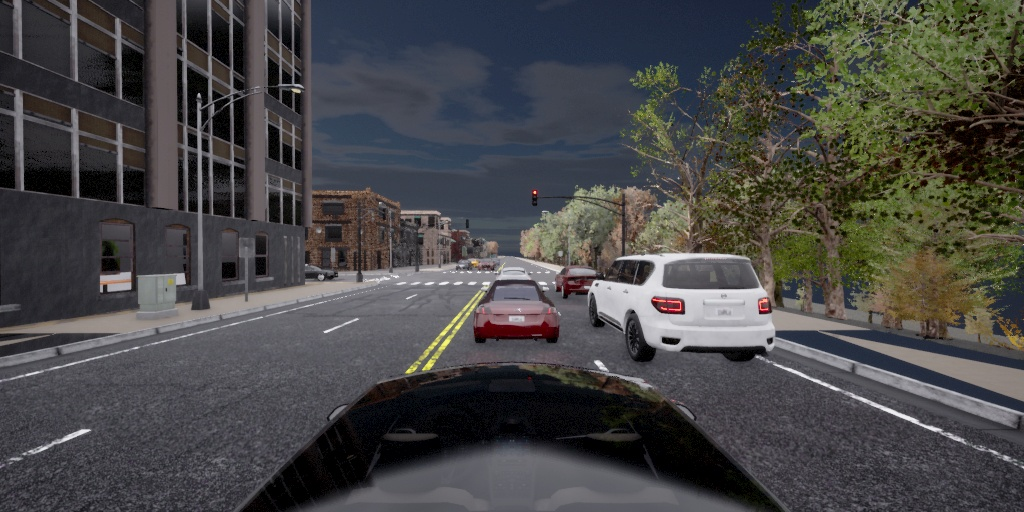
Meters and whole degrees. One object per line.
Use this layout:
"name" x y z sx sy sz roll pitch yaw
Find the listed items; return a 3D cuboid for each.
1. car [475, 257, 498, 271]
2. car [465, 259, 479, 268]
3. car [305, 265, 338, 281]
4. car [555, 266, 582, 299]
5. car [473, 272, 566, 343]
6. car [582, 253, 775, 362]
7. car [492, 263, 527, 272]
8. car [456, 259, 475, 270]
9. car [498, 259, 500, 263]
"car" -3.471 1.094 49.424 2.097 1.767 4.553 0 0 0
"car" -6.765 1.220 60.860 1.882 1.535 5.008 0 0 0
"car" -18.563 1.529 32.875 4.892 1.490 1.837 -1 1 -2
"car" 3.316 1.224 18.193 1.882 1.535 5.008 0 0 1
"car" 0.084 1.312 9.674 1.994 1.385 4.181 0 0 0
"car" 3.341 0.970 8.359 2.150 2.045 5.566 0 0 0
"car" 0.060 1.273 18.418 1.812 1.442 4.674 0 0 -2
"car" -6.717 1.234 50.721 2.128 1.511 4.902 0 0 1
"car" -3.513 1.343 59.440 1.895 1.301 4.718 0 0 0
